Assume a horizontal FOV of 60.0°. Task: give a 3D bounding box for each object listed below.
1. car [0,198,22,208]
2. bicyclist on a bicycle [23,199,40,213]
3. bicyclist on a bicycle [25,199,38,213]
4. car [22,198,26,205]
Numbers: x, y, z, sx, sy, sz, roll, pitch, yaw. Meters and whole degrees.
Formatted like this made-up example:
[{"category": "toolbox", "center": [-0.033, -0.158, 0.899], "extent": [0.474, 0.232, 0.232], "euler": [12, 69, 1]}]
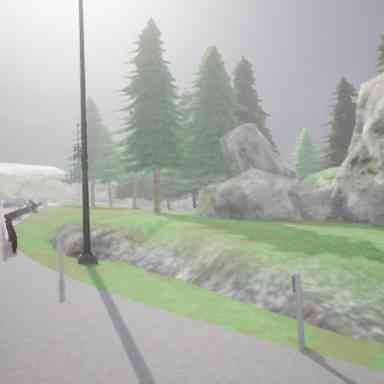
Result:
[{"category": "car", "center": [-31.136, 1.970, 57.187], "extent": [2.033, 1.411, 5.357], "euler": [-1, 0, -21]}, {"category": "bicyclist on a bicycle", "center": [-19.227, 1.661, 39.840], "extent": [1.656, 1.620, 0.582], "euler": [0, -2, 0]}, {"category": "bicyclist on a bicycle", "center": [-18.868, 1.657, 38.914], "extent": [1.656, 1.620, 0.582], "euler": [0, 0, -28]}, {"category": "car", "center": [-36.355, 2.010, 70.421], "extent": [1.837, 1.490, 4.892], "euler": [-1, 0, -21]}]
